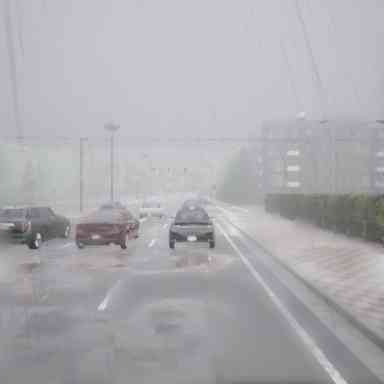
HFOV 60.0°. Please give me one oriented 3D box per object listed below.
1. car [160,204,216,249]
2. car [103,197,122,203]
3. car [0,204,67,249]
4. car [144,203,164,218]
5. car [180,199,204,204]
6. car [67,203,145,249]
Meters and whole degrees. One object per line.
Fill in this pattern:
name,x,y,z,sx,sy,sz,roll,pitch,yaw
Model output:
car,0.000,1.493,14.566,2.128,1.511,4.902,0,0,0
car,-7.010,1.515,29.602,1.837,1.490,4.892,0,0,0
car,-7.000,1.364,14.536,2.097,1.767,4.553,0,0,0
car,-3.510,1.615,29.654,1.895,1.301,4.718,0,0,0
car,-0.010,1.364,29.615,2.097,1.767,4.553,0,0,0
car,-3.500,1.483,14.566,1.882,1.535,5.008,0,0,0
